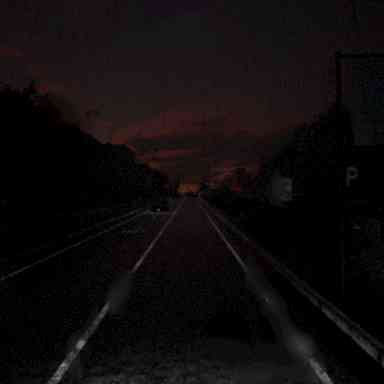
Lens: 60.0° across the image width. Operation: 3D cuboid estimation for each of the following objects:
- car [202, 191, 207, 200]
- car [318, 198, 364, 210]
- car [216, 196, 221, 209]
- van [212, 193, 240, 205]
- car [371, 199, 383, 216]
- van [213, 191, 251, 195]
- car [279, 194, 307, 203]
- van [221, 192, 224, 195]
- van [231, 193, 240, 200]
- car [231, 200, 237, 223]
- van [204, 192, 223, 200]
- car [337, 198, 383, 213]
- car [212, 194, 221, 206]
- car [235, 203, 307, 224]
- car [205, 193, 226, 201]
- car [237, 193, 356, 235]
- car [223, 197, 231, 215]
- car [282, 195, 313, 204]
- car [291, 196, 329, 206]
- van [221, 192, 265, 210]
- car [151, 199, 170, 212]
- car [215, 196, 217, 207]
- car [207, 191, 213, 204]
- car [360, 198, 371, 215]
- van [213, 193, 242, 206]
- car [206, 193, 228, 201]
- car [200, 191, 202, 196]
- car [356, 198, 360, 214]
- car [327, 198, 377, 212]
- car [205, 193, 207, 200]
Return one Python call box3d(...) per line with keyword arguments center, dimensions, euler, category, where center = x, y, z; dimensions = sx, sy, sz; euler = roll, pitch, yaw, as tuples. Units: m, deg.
box3d(center=(5.307, 1.008, 66.133), dimensions=(5.566, 2.045, 2.435), euler=(0, 0, 0), category="car")
box3d(center=(18.602, 1.479, 41.637), dimensions=(4.792, 1.488, 2.163), euler=(0, 0, 0), category="car")
box3d(center=(5.546, 1.496, 38.097), dimensions=(4.792, 1.488, 2.163), euler=(0, 0, 0), category="car")
box3d(center=(5.525, 1.126, 54.921), dimensions=(4.442, 1.987, 1.878), euler=(0, 0, 0), category="van")
box3d(center=(18.634, 1.230, 27.753), dimensions=(5.566, 2.045, 2.435), euler=(0, 0, 0), category="car")
box3d(center=(5.579, 1.195, 46.514), dimensions=(4.442, 1.987, 1.878), euler=(0, 0, 0), category="van")
box3d(center=(18.479, 1.176, 61.067), dimensions=(4.553, 1.767, 2.185), euler=(0, 0, 0), category="car")
box3d(center=(5.651, 1.247, 35.294), dimensions=(4.442, 1.987, 1.878), euler=(0, 0, 0), category="van")
box3d(center=(5.706, 1.256, 26.882), dimensions=(4.442, 1.987, 1.878), euler=(0, 0, 0), category="van")
box3d(center=(5.440, 1.481, 21.274), dimensions=(5.366, 1.575, 1.946), euler=(0, 0, 0), category="car")
box3d(center=(5.128, 0.918, 80.148), dimensions=(4.442, 1.987, 1.878), euler=(0, 0, 0), category="van")
box3d(center=(18.794, 1.468, 36.083), dimensions=(5.366, 1.575, 1.946), euler=(0, 0, 0), category="car")
box3d(center=(5.487, 1.439, 43.707), dimensions=(4.892, 1.521, 2.231), euler=(0, 0, 0), category="car")
box3d(center=(5.610, 1.523, 24.078), dimensions=(4.674, 1.452, 2.002), euler=(0, 0, 0), category="car")
box3d(center=(5.250, 1.065, 74.543), dimensions=(4.553, 1.767, 2.185), euler=(0, 0, 0), category="car")
box3d(center=(5.615, 1.234, 18.471), dimensions=(5.566, 2.045, 2.435), euler=(0, 0, 0), category="car")
box3d(center=(5.566, 1.481, 29.684), dimensions=(5.008, 1.535, 2.097), euler=(0, 0, 0), category="car")
box3d(center=(18.437, 1.354, 58.291), dimensions=(4.792, 1.488, 2.163), euler=(0, 0, 0), category="car")
box3d(center=(18.688, 1.367, 52.741), dimensions=(5.366, 1.575, 1.946), euler=(0, 0, 0), category="car")
box3d(center=(5.436, 1.253, 32.491), dimensions=(4.442, 1.987, 1.878), euler=(0, 0, 0), category="van")
box3d(center=(-3.537, 1.498, 37.963), dimensions=(2.033, 1.411, 5.357), euler=(0, 0, 0), category="car")
box3d(center=(5.496, 1.494, 40.904), dimensions=(4.674, 1.452, 2.002), euler=(0, 0, 0), category="car")
box3d(center=(5.416, 1.147, 49.313), dimensions=(5.566, 2.045, 2.435), euler=(0, 0, 0), category="car")
box3d(center=(18.639, 1.481, 30.527), dimensions=(4.892, 1.521, 2.231), euler=(0, 0, 0), category="car")
box3d(center=(5.543, 1.149, 52.118), dimensions=(4.442, 1.987, 1.878), euler=(0, 0, 0), category="van")
box3d(center=(5.268, 1.088, 71.740), dimensions=(4.553, 1.767, 2.185), euler=(0, 0, 0), category="car")
box3d(center=(5.222, 1.121, 82.954), dimensions=(5.008, 1.535, 2.097), euler=(0, 0, 0), category="car")
box3d(center=(18.622, 1.477, 33.305), dimensions=(5.008, 1.535, 2.097), euler=(0, 0, 0), category="car")
box3d(center=(18.562, 1.494, 38.854), dimensions=(4.792, 1.488, 2.163), euler=(0, 0, 0), category="car")
box3d(center=(5.351, 1.323, 63.332), dimensions=(4.674, 1.452, 2.002), euler=(0, 0, 0), category="car")
